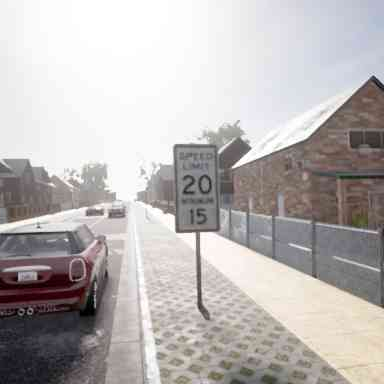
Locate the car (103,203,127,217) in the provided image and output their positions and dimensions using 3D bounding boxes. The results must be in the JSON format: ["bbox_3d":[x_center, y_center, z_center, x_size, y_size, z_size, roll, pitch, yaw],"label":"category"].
[{"bbox_3d":[-8.599,2.089,38.125,2.033,1.411,5.357,-1,-1,-10],"label":"car"}]

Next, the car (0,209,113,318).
[{"bbox_3d":[-3.117,1.454,7.632,2.097,1.767,4.553,-1,-1,-10],"label":"car"}]

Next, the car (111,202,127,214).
[{"bbox_3d":[-10.465,2.249,48.095,2.033,1.411,5.357,-1,-1,-10],"label":"car"}]

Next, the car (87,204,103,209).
[{"bbox_3d":[-12.126,2.226,41.861,1.994,1.385,4.181,-1,-1,-10],"label":"car"}]
